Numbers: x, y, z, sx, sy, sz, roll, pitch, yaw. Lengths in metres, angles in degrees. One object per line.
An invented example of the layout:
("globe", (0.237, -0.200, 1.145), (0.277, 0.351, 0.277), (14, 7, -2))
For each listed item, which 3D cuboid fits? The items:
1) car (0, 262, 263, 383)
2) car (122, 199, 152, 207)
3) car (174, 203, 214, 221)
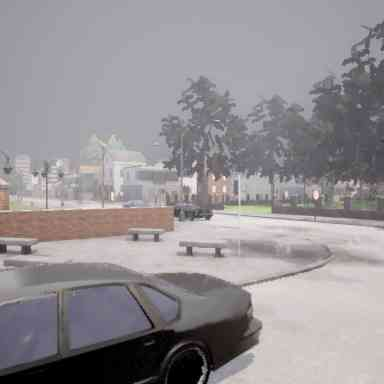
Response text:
("car", (-1.651, 1.547, 3.428), (5.357, 1.411, 2.033), (0, 0, -35))
("car", (-5.825, 1.526, 35.192), (1.812, 1.442, 4.674), (0, 0, -35))
("car", (-0.302, 1.601, 27.379), (1.895, 1.301, 4.718), (0, 0, -35))
